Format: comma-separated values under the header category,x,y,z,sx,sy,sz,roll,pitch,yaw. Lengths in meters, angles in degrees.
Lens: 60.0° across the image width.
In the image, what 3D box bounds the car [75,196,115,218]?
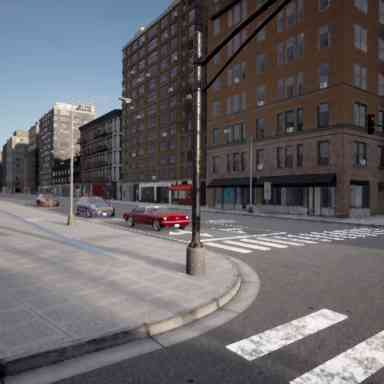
category,x,y,z,sx,sy,sz,roll,pitch,yaw
car,-8.057,1.135,27.605,2.097,1.767,4.553,1,0,-36

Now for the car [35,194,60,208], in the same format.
category,x,y,z,sx,sy,sz,roll,pitch,yaw
car,-18.144,1.010,41.710,2.097,1.767,4.553,1,0,-35

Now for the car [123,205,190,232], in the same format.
category,x,y,z,sx,sy,sz,roll,pitch,yaw
car,-2.153,1.453,19.373,1.895,1.301,4.718,1,0,-38
